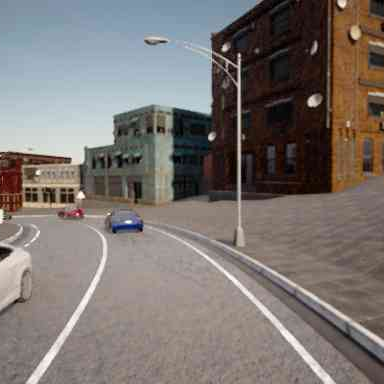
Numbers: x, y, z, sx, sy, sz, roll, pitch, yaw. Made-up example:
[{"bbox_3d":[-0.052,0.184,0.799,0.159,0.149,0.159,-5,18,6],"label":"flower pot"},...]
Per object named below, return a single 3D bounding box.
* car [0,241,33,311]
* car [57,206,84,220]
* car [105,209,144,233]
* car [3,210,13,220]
[{"bbox_3d":[-4.176,1.584,5.564,1.812,1.442,4.674,-1,0,-7],"label":"car"},{"bbox_3d":[-13.685,2.310,37.409,1.812,1.442,4.674,-2,-1,-38],"label":"car"},{"bbox_3d":[-4.458,1.783,21.545,1.994,1.385,4.181,-1,-1,-21],"label":"car"},{"bbox_3d":[-25.571,3.096,44.148,4.892,1.490,1.837,-5,-1,39],"label":"car"}]
